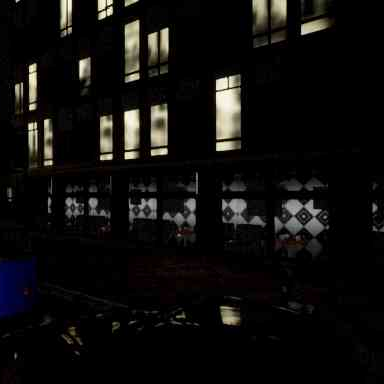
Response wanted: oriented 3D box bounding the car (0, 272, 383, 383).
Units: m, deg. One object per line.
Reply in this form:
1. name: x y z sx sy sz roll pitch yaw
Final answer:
1. car: 0.120 1.582 2.752 4.206 1.307 1.802 0 0 35

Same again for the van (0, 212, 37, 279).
1. van: -4.513 1.342 6.054 3.998 1.788 1.690 0 0 35

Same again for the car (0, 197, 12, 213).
1. car: -14.409 1.357 28.165 2.192 1.841 5.009 -1 -1 35

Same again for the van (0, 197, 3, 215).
1. van: -21.246 1.424 33.010 1.690 1.788 3.998 -1 -1 35
